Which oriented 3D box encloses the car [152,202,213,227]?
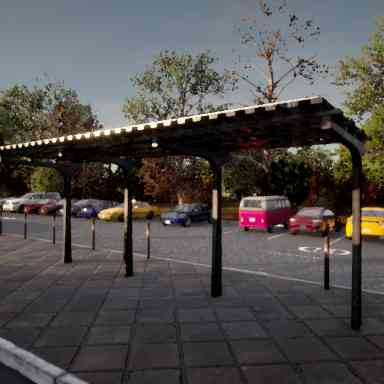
[{"bbox_3d":[-0.131,1.472,22.712,2.163,1.488,4.792,0,0,35],"label":"car"}]

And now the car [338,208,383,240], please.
[{"bbox_3d":[8.948,1.500,16.322,2.097,1.535,5.008,0,0,35],"label":"car"}]

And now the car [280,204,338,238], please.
[{"bbox_3d":[6.681,1.526,17.927,2.002,1.452,4.674,0,0,35],"label":"car"}]

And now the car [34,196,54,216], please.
[{"bbox_3d":[-11.443,1.372,30.752,2.097,1.535,5.008,0,0,35],"label":"car"}]

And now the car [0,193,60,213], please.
[{"bbox_3d":[-15.995,1.092,33.928,2.435,2.045,5.566,0,0,35],"label":"car"}]

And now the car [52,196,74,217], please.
[{"bbox_3d":[-9.176,1.387,29.150,2.231,1.521,4.892,0,0,35],"label":"car"}]

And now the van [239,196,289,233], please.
[{"bbox_3d":[4.486,1.245,19.626,1.878,1.987,4.442,0,0,35],"label":"van"}]

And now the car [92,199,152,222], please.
[{"bbox_3d":[-4.755,1.411,25.789,1.946,1.575,5.366,0,0,35],"label":"car"}]

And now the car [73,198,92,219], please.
[{"bbox_3d":[-6.897,1.430,27.567,2.163,1.488,4.792,0,0,35],"label":"car"}]

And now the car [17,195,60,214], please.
[{"bbox_3d":[-13.710,1.358,32.354,2.097,1.535,5.008,0,0,35],"label":"car"}]
